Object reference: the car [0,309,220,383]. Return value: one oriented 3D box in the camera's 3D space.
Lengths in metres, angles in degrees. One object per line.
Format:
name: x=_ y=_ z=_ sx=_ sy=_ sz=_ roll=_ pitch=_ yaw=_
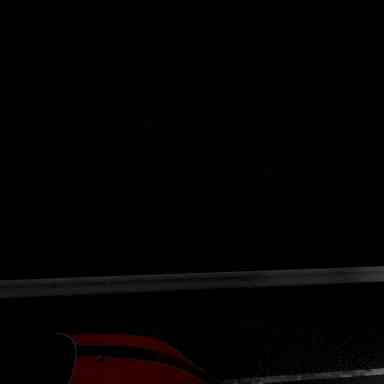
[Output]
car: x=-1.835 y=1.352 z=1.684 sx=4.553 sy=1.767 sz=2.097 roll=0 pitch=0 yaw=-7
